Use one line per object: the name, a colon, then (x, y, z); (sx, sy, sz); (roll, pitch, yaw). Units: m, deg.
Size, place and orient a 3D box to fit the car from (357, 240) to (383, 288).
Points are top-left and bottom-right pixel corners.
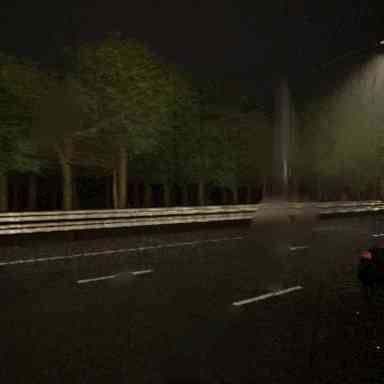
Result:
car: (5.888, 1.562, 8.081); (4.181, 1.385, 1.994); (0, 0, -36)
